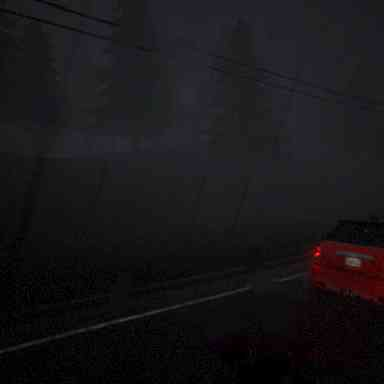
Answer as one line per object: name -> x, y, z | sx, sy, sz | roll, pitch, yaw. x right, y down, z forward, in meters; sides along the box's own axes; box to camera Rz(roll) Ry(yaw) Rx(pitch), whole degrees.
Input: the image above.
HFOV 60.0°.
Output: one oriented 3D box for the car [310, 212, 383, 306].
car -> 4.661, 1.263, 7.244 | 4.553, 1.767, 2.097 | -1, 0, -35
